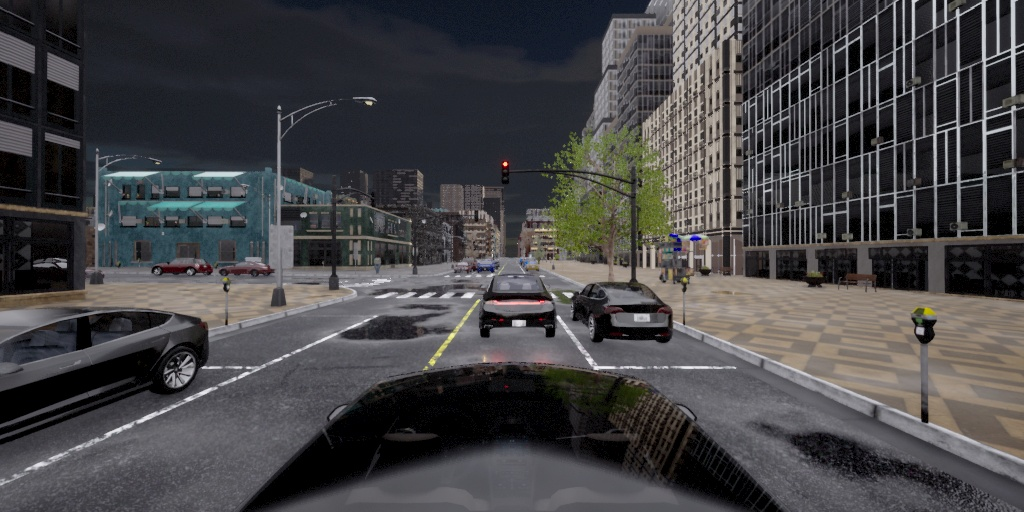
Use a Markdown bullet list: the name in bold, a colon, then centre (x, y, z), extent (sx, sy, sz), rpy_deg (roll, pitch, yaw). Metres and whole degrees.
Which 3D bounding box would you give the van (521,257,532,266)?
- **van**: centre (2.688, 1.094, 53.093), extent (1.690, 1.789, 3.998), rpy_deg (0, 0, 0)

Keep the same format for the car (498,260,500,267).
- **car**: centre (-3.082, 1.318, 53.512), extent (1.994, 1.385, 4.181), rpy_deg (0, 0, 1)

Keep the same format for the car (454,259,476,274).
- **car**: centre (-5.692, 1.334, 41.987), extent (1.802, 1.307, 4.207), rpy_deg (0, 0, 0)

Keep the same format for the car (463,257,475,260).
- **car**: centre (-5.692, 1.068, 47.538), extent (2.192, 1.841, 5.009), rpy_deg (0, 0, 0)

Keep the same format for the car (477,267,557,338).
- **car**: centre (0.110, 1.242, 10.182), extent (2.128, 1.511, 4.902), rpy_deg (0, 0, -1)

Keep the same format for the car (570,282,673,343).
- **car**: centre (2.691, 1.316, 9.512), extent (1.948, 1.339, 4.313), rpy_deg (0, 0, 0)

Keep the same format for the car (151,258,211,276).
- **car**: centre (-28.370, 0.879, 30.822), extent (4.097, 1.591, 1.967), rpy_deg (0, 0, -1)

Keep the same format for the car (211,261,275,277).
- **car**: centre (-22.823, 1.090, 30.900), extent (4.207, 1.307, 1.802), rpy_deg (0, 0, -1)

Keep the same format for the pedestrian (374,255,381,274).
- **pedestrian**: centre (-12.751, 0.789, 33.992), extent (0.375, 1.860, 0.375), rpy_deg (0, -1, -1)

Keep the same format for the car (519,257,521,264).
- **car**: centre (2.687, 1.305, 64.194), extent (2.007, 1.370, 4.403), rpy_deg (0, 0, 0)

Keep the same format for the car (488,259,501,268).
- **car**: centre (-3.064, 1.302, 63.960), extent (2.033, 1.411, 5.357), rpy_deg (0, 0, 0)

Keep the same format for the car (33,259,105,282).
- **car**: centre (-28.251, 0.980, 22.442), extent (4.207, 1.307, 1.802), rpy_deg (0, 0, -1)

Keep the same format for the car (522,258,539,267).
- **car**: centre (2.688, 1.278, 47.711), extent (1.751, 1.417, 4.829), rpy_deg (0, 0, 0)

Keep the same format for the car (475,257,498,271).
- **car**: centre (-3.103, 1.230, 43.661), extent (1.882, 1.535, 5.008), rpy_deg (0, 0, 0)

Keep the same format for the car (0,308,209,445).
- **car**: centre (-5.689, 1.316, 3.972), extent (1.948, 1.339, 4.313), rpy_deg (0, 0, 0)
